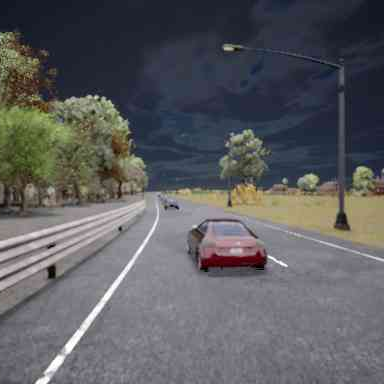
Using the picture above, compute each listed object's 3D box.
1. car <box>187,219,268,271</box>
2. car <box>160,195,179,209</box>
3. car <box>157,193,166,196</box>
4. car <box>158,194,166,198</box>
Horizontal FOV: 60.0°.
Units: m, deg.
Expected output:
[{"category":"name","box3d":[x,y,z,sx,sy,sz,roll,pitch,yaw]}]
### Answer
[{"category":"car","box3d":[0.982,1.567,11.014,1.994,1.385,4.181,0,0,-6]},{"category":"car","box3d":[-2.795,1.510,44.436,2.033,1.411,5.357,0,0,-6]},{"category":"car","box3d":[-6.790,1.445,79.769,2.033,1.411,5.357,0,0,-6]},{"category":"car","box3d":[-4.491,1.488,59.436,2.033,1.411,5.357,0,0,-6]}]
